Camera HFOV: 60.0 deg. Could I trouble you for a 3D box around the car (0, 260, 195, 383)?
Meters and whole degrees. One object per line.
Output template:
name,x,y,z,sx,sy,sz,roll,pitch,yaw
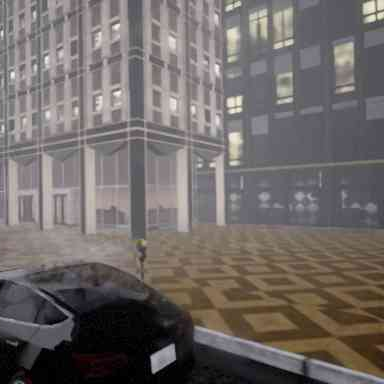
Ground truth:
car,-1.956,1.575,4.289,4.313,1.339,1.947,0,-1,36
